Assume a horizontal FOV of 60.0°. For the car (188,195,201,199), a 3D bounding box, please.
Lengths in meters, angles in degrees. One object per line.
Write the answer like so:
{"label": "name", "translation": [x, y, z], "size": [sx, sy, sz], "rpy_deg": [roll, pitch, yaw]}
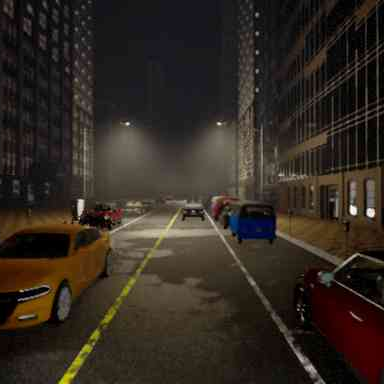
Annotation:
{"label": "car", "translation": [0.096, 1.536, 45.773], "size": [2.033, 1.411, 5.357], "rpy_deg": [0, 0, 0]}

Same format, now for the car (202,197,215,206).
{"label": "car", "translation": [2.693, 1.566, 54.944], "size": [1.802, 1.307, 4.206], "rpy_deg": [1, 0, 0]}

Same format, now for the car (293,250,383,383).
{"label": "car", "translation": [2.699, 1.440, 4.171], "size": [1.967, 1.590, 4.097], "rpy_deg": [0, 0, 0]}

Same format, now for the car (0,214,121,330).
{"label": "car", "translation": [-3.101, 1.477, 7.300], "size": [1.882, 1.535, 5.008], "rpy_deg": [0, 0, 0]}

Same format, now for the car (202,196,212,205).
{"label": "car", "translation": [2.693, 1.507, 60.755], "size": [1.752, 1.417, 4.829], "rpy_deg": [1, 0, 0]}

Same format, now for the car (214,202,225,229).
{"label": "car", "translation": [2.696, 1.548, 21.095], "size": [2.008, 1.369, 4.403], "rpy_deg": [1, 0, 0]}

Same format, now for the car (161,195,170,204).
{"label": "car", "translation": [-5.688, 1.533, 60.566], "size": [2.008, 1.369, 4.403], "rpy_deg": [1, 0, 0]}

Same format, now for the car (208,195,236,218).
{"label": "car", "translation": [2.698, 1.310, 26.737], "size": [2.192, 1.841, 5.009], "rpy_deg": [1, 0, 0]}

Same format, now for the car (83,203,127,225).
{"label": "car", "translation": [-5.683, 1.437, 21.066], "size": [1.967, 1.590, 4.097], "rpy_deg": [1, 0, 0]}

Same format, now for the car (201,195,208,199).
{"label": "car", "translation": [2.697, 1.304, 43.661], "size": [2.192, 1.841, 5.009], "rpy_deg": [1, 0, 0]}

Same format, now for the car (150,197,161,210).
{"label": "car", "translation": [-5.687, 1.540, 43.637], "size": [2.008, 1.369, 4.403], "rpy_deg": [1, 0, 0]}

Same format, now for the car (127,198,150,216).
{"label": "car", "translation": [-5.685, 1.544, 32.352], "size": [2.008, 1.369, 4.403], "rpy_deg": [1, 0, 0]}

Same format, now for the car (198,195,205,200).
{"label": "car", "translation": [2.690, 1.509, 94.434], "size": [2.008, 1.369, 4.403], "rpy_deg": [1, 0, 0]}

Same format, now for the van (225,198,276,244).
{"label": "van", "translation": [2.698, 1.340, 15.454], "size": [1.690, 1.788, 3.998], "rpy_deg": [1, 0, 0]}

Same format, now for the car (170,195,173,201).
{"label": "car", "translation": [-5.690, 1.512, 83.136], "size": [1.887, 1.381, 4.507], "rpy_deg": [1, 0, 0]}

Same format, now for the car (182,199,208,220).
{"label": "car", "translation": [0.098, 1.543, 28.021], "size": [2.033, 1.411, 5.357], "rpy_deg": [0, 0, 0]}
